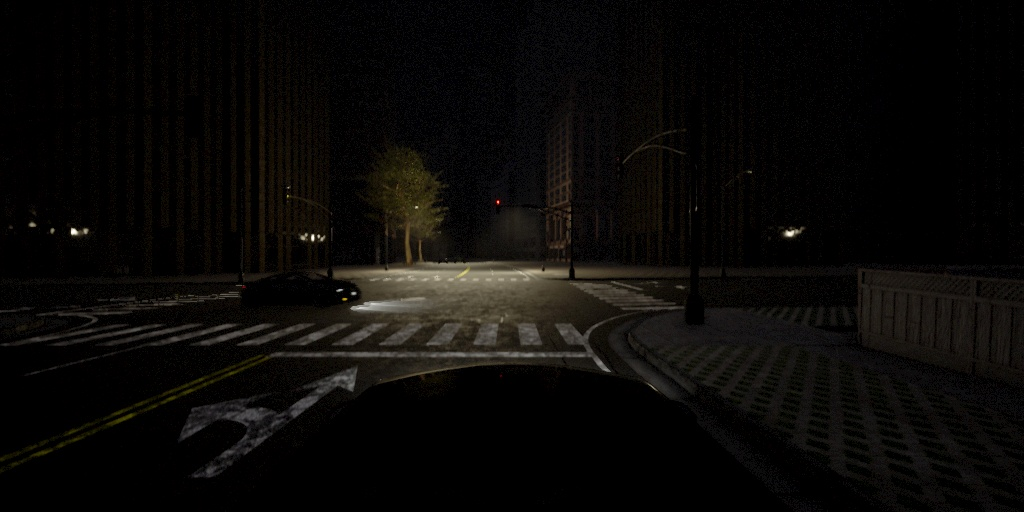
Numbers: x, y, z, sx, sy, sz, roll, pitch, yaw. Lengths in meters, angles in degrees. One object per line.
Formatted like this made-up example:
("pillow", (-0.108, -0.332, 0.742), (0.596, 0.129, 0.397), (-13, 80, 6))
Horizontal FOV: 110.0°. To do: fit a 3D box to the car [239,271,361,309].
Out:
("car", (-8.366, 1.324, 14.379), (4.181, 1.385, 1.994), (0, 0, 0))
